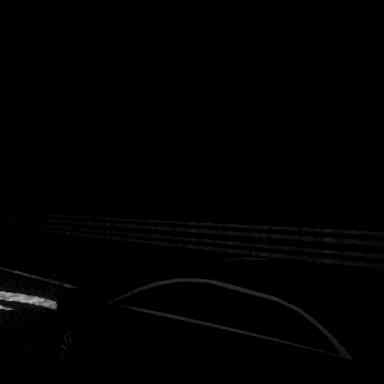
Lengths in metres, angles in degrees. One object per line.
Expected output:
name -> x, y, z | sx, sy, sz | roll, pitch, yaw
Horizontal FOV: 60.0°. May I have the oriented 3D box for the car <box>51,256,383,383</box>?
car -> 0.352, 1.514, 3.763 | 4.902, 1.511, 2.128 | -1, 0, 36
